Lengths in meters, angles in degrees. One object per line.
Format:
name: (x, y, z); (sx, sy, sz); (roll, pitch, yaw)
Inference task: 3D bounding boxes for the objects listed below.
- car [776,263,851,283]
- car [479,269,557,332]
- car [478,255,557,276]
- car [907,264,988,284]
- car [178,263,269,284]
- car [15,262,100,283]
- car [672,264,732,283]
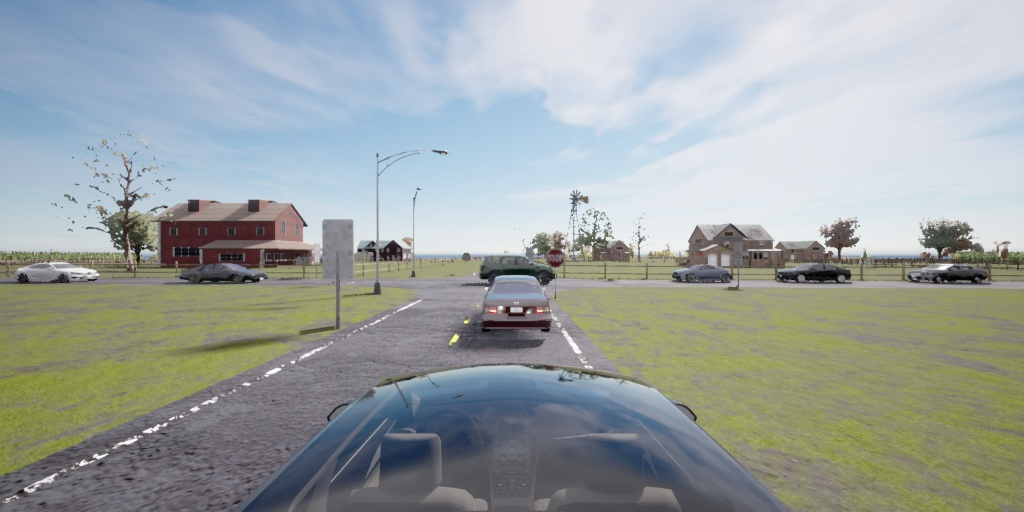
car: (23.708, 1.308, 28.278); (5.008, 1.535, 1.882); (0, 0, 0)
car: (0.100, 1.297, 10.823); (2.033, 1.411, 5.357); (0, 0, 0)
car: (0.410, 0.967, 25.507); (5.566, 2.045, 2.150); (0, 0, 0)
car: (34.117, 1.367, 28.186); (4.902, 1.511, 2.128); (0, 0, 1)
car: (-20.569, 1.237, 25.667); (5.357, 1.411, 2.033); (0, 0, 0)
car: (-32.662, 1.183, 25.773); (4.674, 1.442, 1.812); (0, 0, 0)
car: (14.941, 1.361, 28.339); (4.181, 1.385, 1.994); (0, 0, 1)
